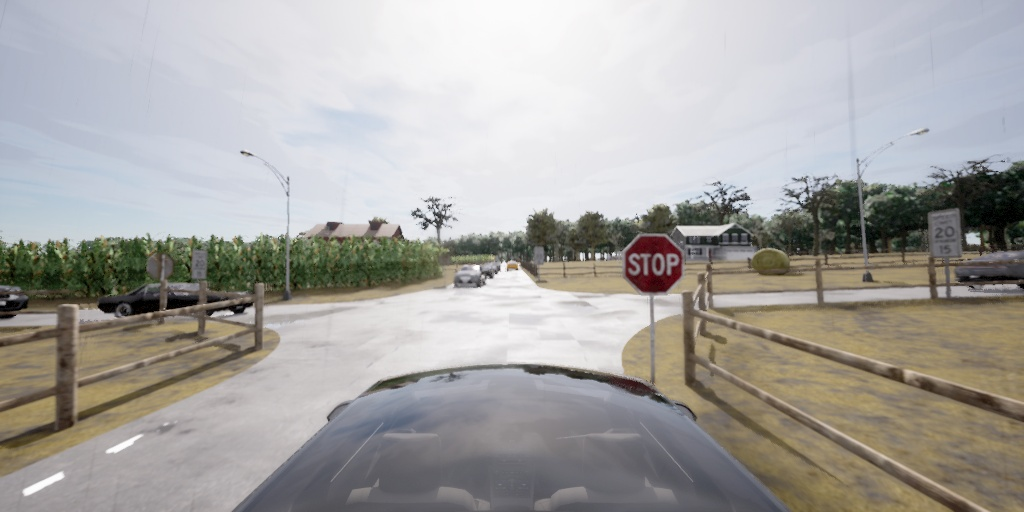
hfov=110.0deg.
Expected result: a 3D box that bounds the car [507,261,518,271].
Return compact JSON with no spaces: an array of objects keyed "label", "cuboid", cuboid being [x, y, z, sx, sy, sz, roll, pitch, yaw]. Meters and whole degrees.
[{"label":"car","cuboid":[0.067,1.707,61.369,1.882,1.535,5.008,0,0,0]}]

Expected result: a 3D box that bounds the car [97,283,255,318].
[{"label":"car","cuboid":[-12.754,1.711,13.912,4.718,1.301,1.895,-1,-3,0]}]

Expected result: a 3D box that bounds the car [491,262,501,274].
[{"label":"car","cuboid":[-2.862,1.645,47.706,1.812,1.442,4.674,0,0,0]}]

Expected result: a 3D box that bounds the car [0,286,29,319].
[{"label":"car","cuboid":[-22.616,1.548,13.923,5.566,2.045,2.150,-1,-3,0]}]

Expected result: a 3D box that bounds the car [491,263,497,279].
[{"label":"car","cuboid":[-2.865,1.636,37.075,1.895,1.301,4.718,0,0,0]}]

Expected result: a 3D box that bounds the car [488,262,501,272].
[{"label":"car","cuboid":[-2.800,1.678,57.788,1.882,1.535,5.008,0,0,0]}]

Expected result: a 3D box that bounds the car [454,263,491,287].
[{"label":"car","cuboid":[-3.029,1.444,26.532,2.128,1.511,4.902,0,0,2]}]

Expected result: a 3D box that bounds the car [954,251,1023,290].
[{"label":"car","cuboid":[20.453,0.534,13.996,4.902,1.511,2.128,-2,-3,0]}]
